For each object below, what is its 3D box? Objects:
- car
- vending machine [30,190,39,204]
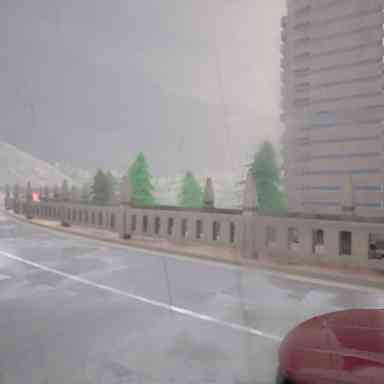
[{"bbox_3d":[3.011,1.489,1.971,5.008,1.535,1.882,1,1,34],"label":"car"},{"bbox_3d":[-23.587,0.777,49.967,1.100,2.100,0.880,0,0,-17],"label":"vending machine"}]
